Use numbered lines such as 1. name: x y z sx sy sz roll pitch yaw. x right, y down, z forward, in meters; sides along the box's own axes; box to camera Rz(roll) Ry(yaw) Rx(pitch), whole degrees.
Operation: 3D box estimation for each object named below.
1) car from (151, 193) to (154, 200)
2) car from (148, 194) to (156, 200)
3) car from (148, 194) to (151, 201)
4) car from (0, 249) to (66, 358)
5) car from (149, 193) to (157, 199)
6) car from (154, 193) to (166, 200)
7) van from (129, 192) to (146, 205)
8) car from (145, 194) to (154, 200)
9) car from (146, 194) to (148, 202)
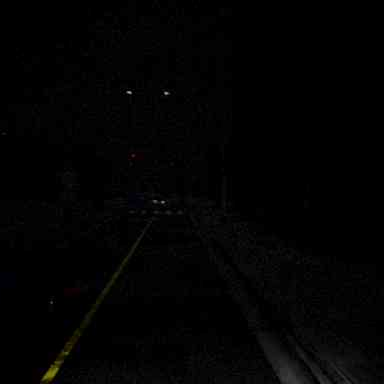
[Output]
1. car: -9.347 1.160 67.626 1.887 1.381 4.507 2 0 -3
2. car: -10.584 1.286 88.752 1.887 1.381 4.507 2 0 -3
3. car: -8.721 0.889 57.065 2.192 1.841 5.009 2 0 -3
4. car: -3.198 1.509 4.104 2.033 1.411 5.357 0 0 -3
5. car: -10.890 1.222 94.033 1.967 1.590 4.097 2 -1 -3
6. car: -7.275 1.084 77.045 1.837 1.490 4.892 0 0 -3
7. van: -8.237 0.891 48.774 1.690 1.788 3.998 2 0 -3
8. car: -9.967 1.253 78.189 1.802 1.307 4.206 2 0 -3
9. car: -8.438 1.110 52.087 2.008 1.369 4.403 2 0 -3
